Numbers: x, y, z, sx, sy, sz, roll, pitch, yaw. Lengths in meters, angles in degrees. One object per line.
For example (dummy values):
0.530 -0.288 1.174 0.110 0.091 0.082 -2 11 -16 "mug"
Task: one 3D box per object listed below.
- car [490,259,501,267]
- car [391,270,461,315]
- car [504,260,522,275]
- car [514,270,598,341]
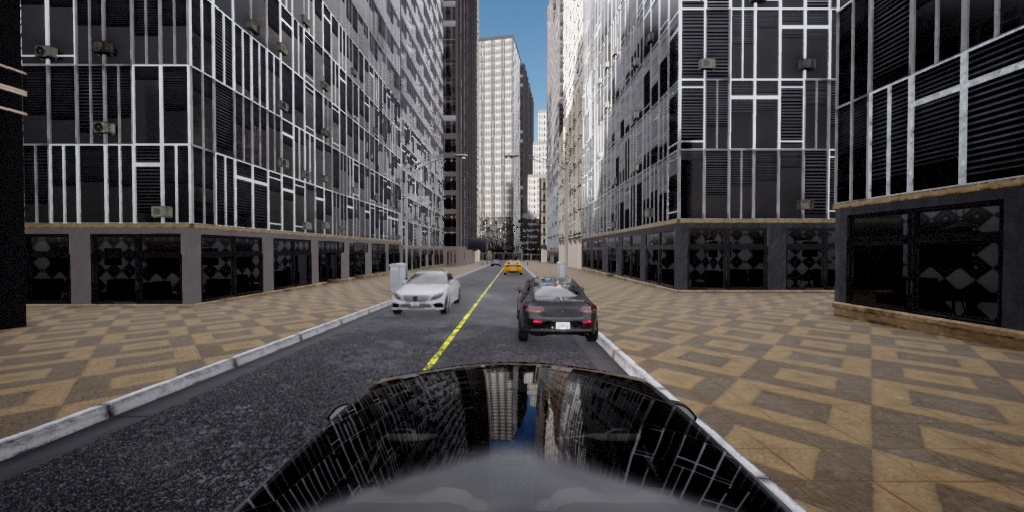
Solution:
-2.936 1.333 65.367 2.033 1.411 5.357 0 0 0 "car"
-3.089 1.275 13.758 1.812 1.442 4.674 0 0 0 "car"
0.117 1.237 39.378 1.882 1.535 5.008 0 0 0 "car"
1.057 1.276 9.724 1.812 1.442 4.674 0 0 0 "car"
